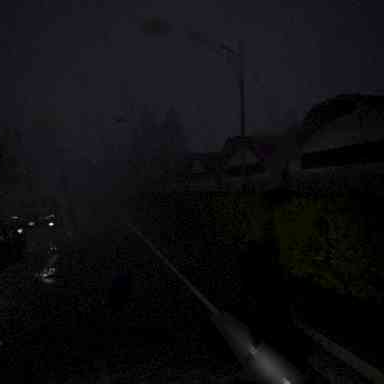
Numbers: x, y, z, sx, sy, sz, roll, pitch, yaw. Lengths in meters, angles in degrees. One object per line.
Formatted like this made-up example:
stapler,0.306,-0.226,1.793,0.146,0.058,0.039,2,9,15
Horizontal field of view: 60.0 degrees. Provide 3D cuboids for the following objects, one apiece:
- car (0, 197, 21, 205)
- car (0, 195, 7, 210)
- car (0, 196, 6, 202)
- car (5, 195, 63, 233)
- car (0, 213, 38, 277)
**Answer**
car,-33.861,1.669,61.487,3.806,1.475,1.970,-2,1,-16
car,-22.611,1.504,41.319,4.902,1.511,2.128,-1,0,-11
car,-47.497,1.799,80.878,3.633,1.501,1.845,-2,1,-16
car,-8.994,1.273,19.728,2.150,2.045,5.566,-2,1,-16
car,-6.145,1.617,9.610,2.033,1.411,5.357,-2,1,-16
